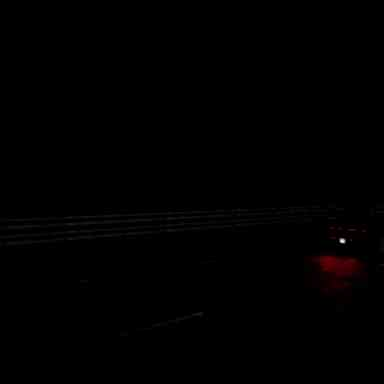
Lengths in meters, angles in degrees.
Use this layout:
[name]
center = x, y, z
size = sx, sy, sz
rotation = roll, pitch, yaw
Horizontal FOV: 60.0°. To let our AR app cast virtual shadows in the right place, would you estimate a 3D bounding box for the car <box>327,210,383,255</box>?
[car]
center = 7.416, 1.494, 13.405
size = 4.892, 1.490, 1.837
rotation = -1, 0, -35
